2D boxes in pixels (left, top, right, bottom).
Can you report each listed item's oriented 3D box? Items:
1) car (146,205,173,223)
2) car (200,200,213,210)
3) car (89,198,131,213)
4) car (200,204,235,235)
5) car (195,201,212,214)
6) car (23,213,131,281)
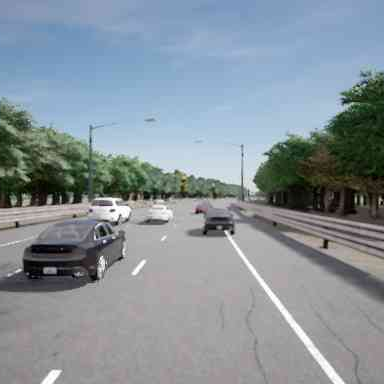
[{"bbox_3d":[-2.709,1.842,28.331,1.812,1.442,4.674,0,-1,3],"label":"car"},{"bbox_3d":[2.439,2.159,55.540,1.812,1.442,4.674,0,-1,6],"label":"car"},{"bbox_3d":[-6.318,1.509,26.080,2.150,2.045,5.566,0,-1,2],"label":"car"},{"bbox_3d":[1.585,1.739,20.616,1.837,1.490,4.892,0,-1,2],"label":"car"},{"bbox_3d":[1.508,2.044,42.650,1.994,1.385,4.181,0,-1,5],"label":"car"},{"bbox_3d":[-3.284,1.618,10.210,1.837,1.490,4.892,0,-1,1],"label":"car"}]
